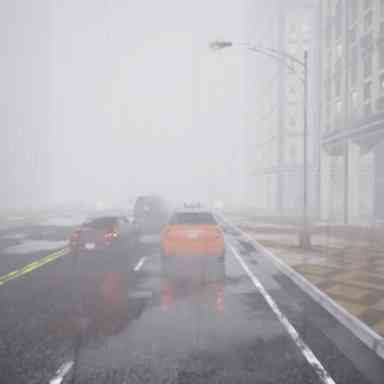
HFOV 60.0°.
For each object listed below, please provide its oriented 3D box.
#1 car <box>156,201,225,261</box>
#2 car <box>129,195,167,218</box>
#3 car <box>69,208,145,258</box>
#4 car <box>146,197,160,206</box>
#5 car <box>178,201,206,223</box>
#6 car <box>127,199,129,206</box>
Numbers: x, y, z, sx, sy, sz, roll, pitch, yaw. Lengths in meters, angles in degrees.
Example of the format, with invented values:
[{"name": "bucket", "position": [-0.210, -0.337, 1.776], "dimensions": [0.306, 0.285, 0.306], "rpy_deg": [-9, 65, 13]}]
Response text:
[{"name": "car", "position": [0.042, 1.381, 12.472], "dimensions": [2.097, 1.767, 4.553], "rpy_deg": [0, 0, 1]}, {"name": "car", "position": [-3.225, 1.282, 26.417], "dimensions": [2.150, 2.045, 5.566], "rpy_deg": [0, 0, 0]}, {"name": "car", "position": [-3.207, 1.557, 12.855], "dimensions": [1.812, 1.442, 4.674], "rpy_deg": [0, 0, 0]}, {"name": "car", "position": [-6.582, 1.615, 56.959], "dimensions": [1.837, 1.490, 4.892], "rpy_deg": [0, 0, 0]}, {"name": "car", "position": [0.036, 1.554, 27.574], "dimensions": [2.128, 1.511, 4.902], "rpy_deg": [0, 0, 1]}, {"name": "car", "position": [-9.829, 1.614, 56.937], "dimensions": [1.837, 1.490, 4.892], "rpy_deg": [0, 0, 0]}]
